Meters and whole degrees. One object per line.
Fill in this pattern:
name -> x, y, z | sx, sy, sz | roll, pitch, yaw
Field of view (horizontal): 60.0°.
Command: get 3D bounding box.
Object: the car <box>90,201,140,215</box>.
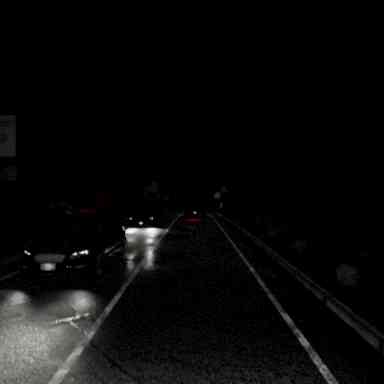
car -> -9.006, 1.838, 39.048 | 5.366, 1.575, 1.946 | 0, -2, 0

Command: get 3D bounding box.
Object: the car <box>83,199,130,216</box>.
car -> -9.236, 1.623, 36.136 | 4.553, 1.767, 2.185 | 0, -2, 0

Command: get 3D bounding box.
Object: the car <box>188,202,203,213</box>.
car -> 0.471, 2.158, 45.223 | 1.895, 1.301, 4.718 | 0, -4, 1

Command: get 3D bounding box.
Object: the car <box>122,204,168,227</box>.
car -> -3.127, 1.569, 23.214 | 2.033, 1.411, 5.357 | 0, -1, 1

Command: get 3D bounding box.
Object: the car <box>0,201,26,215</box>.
car -> -21.654, 1.752, 36.968 | 5.366, 1.575, 1.946 | 0, -2, 0

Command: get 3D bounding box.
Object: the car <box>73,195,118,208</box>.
car -> -9.274, 1.265, 26.913 | 5.566, 2.045, 2.435 | 0, -1, 0

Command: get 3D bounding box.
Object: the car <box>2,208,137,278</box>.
car -> -3.261, 1.444, 10.052 | 2.128, 1.511, 4.902 | 0, 0, 1

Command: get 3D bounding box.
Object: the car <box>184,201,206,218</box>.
car -> 0.314, 1.700, 32.484 | 1.837, 1.490, 4.892 | 0, -2, 1

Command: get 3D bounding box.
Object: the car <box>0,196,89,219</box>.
car -> -9.280, 1.281, 20.958 | 4.553, 1.767, 2.185 | 0, -1, 0

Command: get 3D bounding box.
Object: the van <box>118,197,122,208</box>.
van -> -9.337, 1.440, 33.104 | 4.442, 1.987, 1.878 | 0, -1, 0

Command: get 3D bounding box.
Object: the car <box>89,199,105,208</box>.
car -> -9.252, 1.462, 23.991 | 5.008, 1.535, 2.097 | 0, -1, 0
